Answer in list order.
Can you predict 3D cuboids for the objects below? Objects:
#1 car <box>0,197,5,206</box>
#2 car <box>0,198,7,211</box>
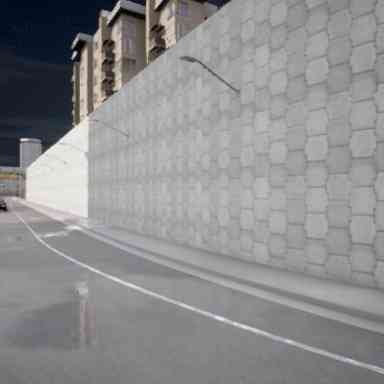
[{"bbox_3d":[-33.644,1.611,57.557,2.128,1.511,4.902,1,0,-30],"label":"car"},{"bbox_3d":[-23.739,1.685,40.689,1.895,1.301,4.718,1,0,-30],"label":"car"}]
